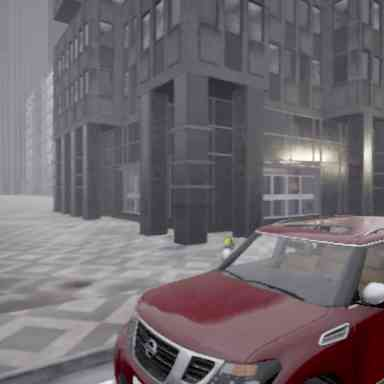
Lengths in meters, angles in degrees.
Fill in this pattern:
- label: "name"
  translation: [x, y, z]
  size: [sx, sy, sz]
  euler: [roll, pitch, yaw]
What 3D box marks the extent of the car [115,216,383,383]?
- label: "car"
  translation: [1.662, 1.288, 4.108]
  size: [5.009, 1.841, 2.192]
  euler: [0, 0, -34]
